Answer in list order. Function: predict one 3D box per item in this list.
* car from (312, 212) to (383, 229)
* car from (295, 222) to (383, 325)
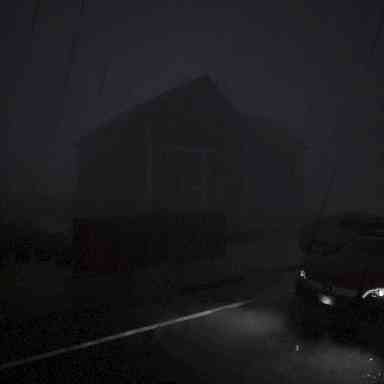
[{"bbox_3d":[5.534,1.480,11.468,4.193,1.474,1.816,0,6,-38],"label":"car"},{"bbox_3d":[4.159,1.542,6.894,4.674,1.442,1.812,0,0,-35],"label":"car"}]
